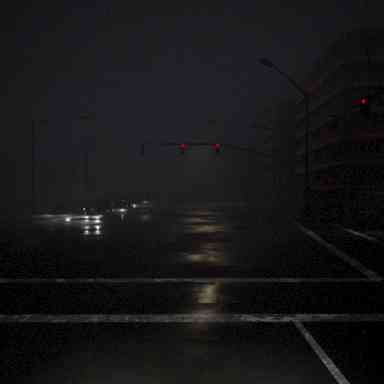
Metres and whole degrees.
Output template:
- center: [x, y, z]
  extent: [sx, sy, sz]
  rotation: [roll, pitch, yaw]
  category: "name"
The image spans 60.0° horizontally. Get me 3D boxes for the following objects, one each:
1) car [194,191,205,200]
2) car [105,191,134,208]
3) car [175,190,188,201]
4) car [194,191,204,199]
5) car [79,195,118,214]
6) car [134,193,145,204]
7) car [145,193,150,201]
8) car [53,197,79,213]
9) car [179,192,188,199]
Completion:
- center: [1.574, 0.855, 65.405]
  extent: [2.128, 1.511, 4.902]
  rotation: [0, 1, 1]
  category: "car"
- center: [-9.402, 1.106, 43.299]
  extent: [2.097, 1.767, 4.553]
  rotation: [0, 1, 1]
  category: "car"
- center: [-1.967, 0.641, 62.290]
  extent: [2.150, 2.045, 5.566]
  rotation: [0, 1, 1]
  category: "car"
- center: [1.604, 0.556, 75.795]
  extent: [2.097, 1.767, 4.553]
  rotation: [0, 1, 1]
  category: "car"
- center: [-9.519, 1.369, 34.257]
  extent: [2.128, 1.511, 4.902]
  rotation: [0, 1, 1]
  category: "car"
- center: [-9.280, 1.132, 52.943]
  extent: [2.033, 1.411, 5.357]
  rotation: [0, 1, 1]
  category: "car"
- center: [-9.093, 0.947, 63.478]
  extent: [2.033, 1.411, 5.357]
  rotation: [0, 1, 1]
  category: "car"
- center: [-13.007, 1.346, 35.324]
  extent: [1.882, 1.535, 5.008]
  rotation: [0, 1, 1]
  category: "car"
- center: [-1.890, 0.720, 76.187]
  extent: [1.812, 1.442, 4.674]
  rotation: [0, 1, 1]
  category: "car"
